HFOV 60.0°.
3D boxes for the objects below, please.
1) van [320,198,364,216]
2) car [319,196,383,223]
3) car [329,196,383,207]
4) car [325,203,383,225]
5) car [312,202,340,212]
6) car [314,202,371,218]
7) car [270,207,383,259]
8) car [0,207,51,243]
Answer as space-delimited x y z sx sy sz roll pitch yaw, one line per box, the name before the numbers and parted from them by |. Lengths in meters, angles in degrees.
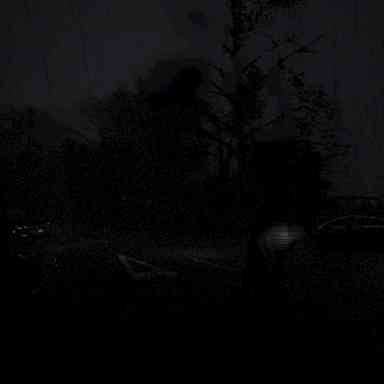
van | 17.220 1.712 38.365 4.442 1.987 1.878 0 -2 18
car | 13.639 1.415 27.784 5.566 2.045 2.435 0 -1 18
car | 11.953 1.329 22.589 5.566 2.045 2.435 0 -1 18
car | 12.754 1.622 25.131 4.892 1.521 2.231 0 -1 18
car | 24.588 2.747 61.149 4.553 1.767 2.185 0 -2 19
car | 16.056 1.855 35.801 5.366 1.575 1.946 0 -2 18
car | 5.285 1.467 11.790 4.902 1.511 2.128 0 1 5
car | -8.932 1.423 15.636 5.008 1.535 1.882 0 0 24
